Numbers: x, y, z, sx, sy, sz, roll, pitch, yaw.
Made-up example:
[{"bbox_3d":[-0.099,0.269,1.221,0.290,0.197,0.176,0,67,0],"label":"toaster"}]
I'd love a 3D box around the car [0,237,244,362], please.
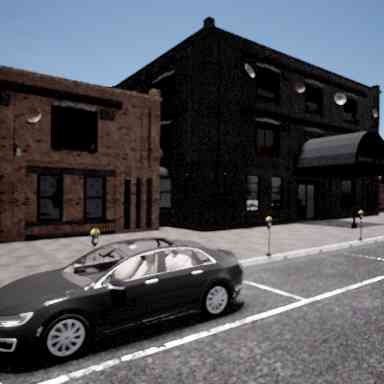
[{"bbox_3d":[-1.037,1.541,5.806,4.403,1.369,2.008,0,1,-35],"label":"car"}]
